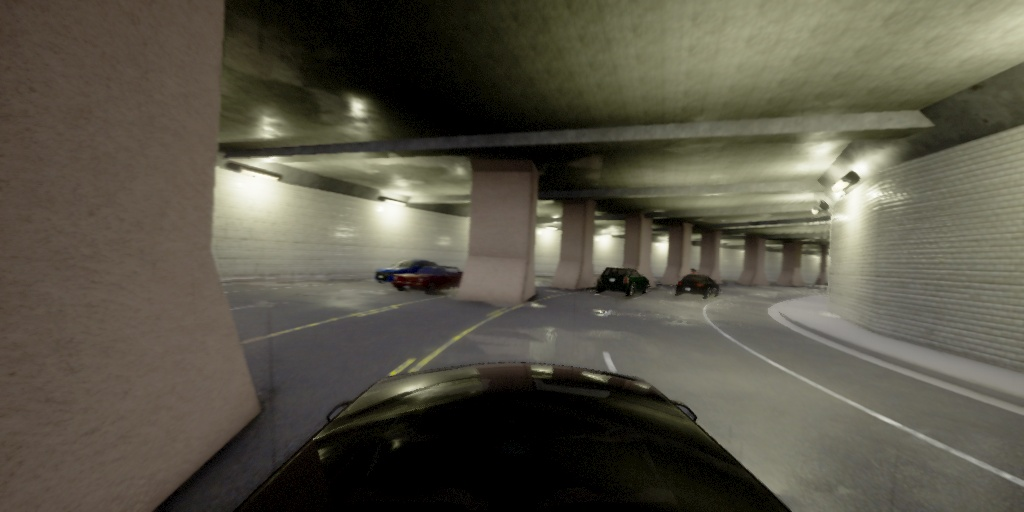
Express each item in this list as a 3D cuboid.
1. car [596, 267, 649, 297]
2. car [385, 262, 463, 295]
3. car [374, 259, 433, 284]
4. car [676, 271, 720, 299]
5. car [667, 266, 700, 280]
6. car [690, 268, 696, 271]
[{"bbox_3d":[7.097,1.482,22.626,2.097,1.767,4.553,3,0,36],"label":"car"},{"bbox_3d":[-3.853,1.146,18.136,1.895,1.301,4.718,3,0,24],"label":"car"},{"bbox_3d":[-5.972,0.910,21.648,1.882,1.535,5.008,3,0,27],"label":"car"},{"bbox_3d":[12.168,1.927,23.460,1.812,1.442,4.674,3,0,41],"label":"car"},{"bbox_3d":[24.821,2.432,51.844,4.553,1.767,2.097,3,0,-30],"label":"car"},{"bbox_3d":[26.431,2.693,48.746,4.674,1.442,1.812,3,0,-30],"label":"car"}]
